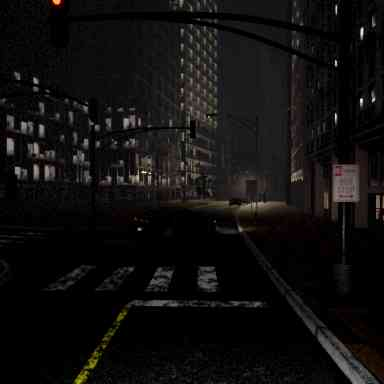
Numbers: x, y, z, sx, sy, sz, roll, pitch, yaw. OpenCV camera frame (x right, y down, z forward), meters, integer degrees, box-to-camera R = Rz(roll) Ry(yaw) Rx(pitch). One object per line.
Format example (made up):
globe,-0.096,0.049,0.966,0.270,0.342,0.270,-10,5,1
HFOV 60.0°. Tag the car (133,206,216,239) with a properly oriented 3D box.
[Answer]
car,-0.770,1.518,17.482,4.892,1.490,1.837,0,3,-44

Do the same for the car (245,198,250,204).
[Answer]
car,10.913,1.865,68.975,1.895,1.301,4.718,0,0,18

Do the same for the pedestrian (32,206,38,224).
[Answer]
pedestrian,-9.371,1.345,19.865,0.500,1.100,0.500,0,0,17

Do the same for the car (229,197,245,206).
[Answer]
car,7.543,1.684,57.050,1.837,1.490,4.892,0,-1,14
